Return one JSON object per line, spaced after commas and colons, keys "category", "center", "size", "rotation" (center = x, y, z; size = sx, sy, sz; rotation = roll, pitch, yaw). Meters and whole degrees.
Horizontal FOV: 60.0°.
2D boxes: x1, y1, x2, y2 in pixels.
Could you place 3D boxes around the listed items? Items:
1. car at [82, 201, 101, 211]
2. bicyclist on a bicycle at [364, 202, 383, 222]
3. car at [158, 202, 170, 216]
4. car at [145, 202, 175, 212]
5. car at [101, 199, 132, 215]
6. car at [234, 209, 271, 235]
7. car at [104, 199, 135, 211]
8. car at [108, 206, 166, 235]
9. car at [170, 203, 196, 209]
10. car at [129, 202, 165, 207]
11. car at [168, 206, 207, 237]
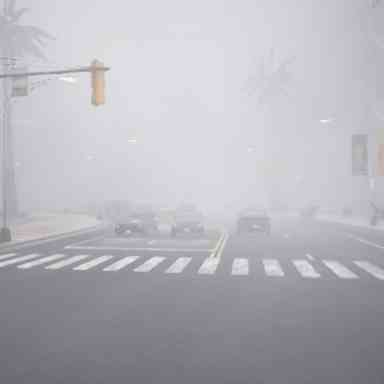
{"category": "car", "center": [-16.898, 2.358, 57.709], "size": [4.553, 1.767, 2.097], "rotation": [-1, -1, 32]}
{"category": "bicyclist on a bicycle", "center": [14.821, 1.625, 27.127], "size": [1.656, 1.620, 0.582], "rotation": [-1, -1, -4]}
{"category": "car", "center": [-3.463, 2.107, 39.024], "size": [1.882, 1.535, 5.008], "rotation": [0, -1, -29]}
{"category": "car", "center": [-5.077, 2.348, 53.074], "size": [4.902, 1.511, 2.128], "rotation": [-1, -1, 45]}
{"category": "car", "center": [-8.976, 1.926, 41.498], "size": [2.150, 2.045, 5.566], "rotation": [0, -1, -37]}
{"category": "car", "center": [3.714, 1.779, 20.827], "size": [1.882, 1.535, 5.008], "rotation": [0, -1, 5]}
{"category": "car", "center": [-13.093, 2.233, 59.688], "size": [5.566, 2.045, 2.150], "rotation": [-1, -1, 32]}
{"category": "car", "center": [-3.340, 1.907, 21.565], "size": [2.033, 1.411, 5.357], "rotation": [0, -1, 6]}
{"category": "car", "center": [-0.347, 1.813, 29.408], "size": [2.097, 1.767, 4.553], "rotation": [0, -1, -11]}
{"category": "car", "center": [-4.381, 2.017, 31.851], "size": [2.128, 1.511, 4.902], "rotation": [0, -1, -17]}
{"category": "car", "center": [-0.084, 1.848, 20.520], "size": [1.812, 1.442, 4.674], "rotation": [0, -1, 5]}
